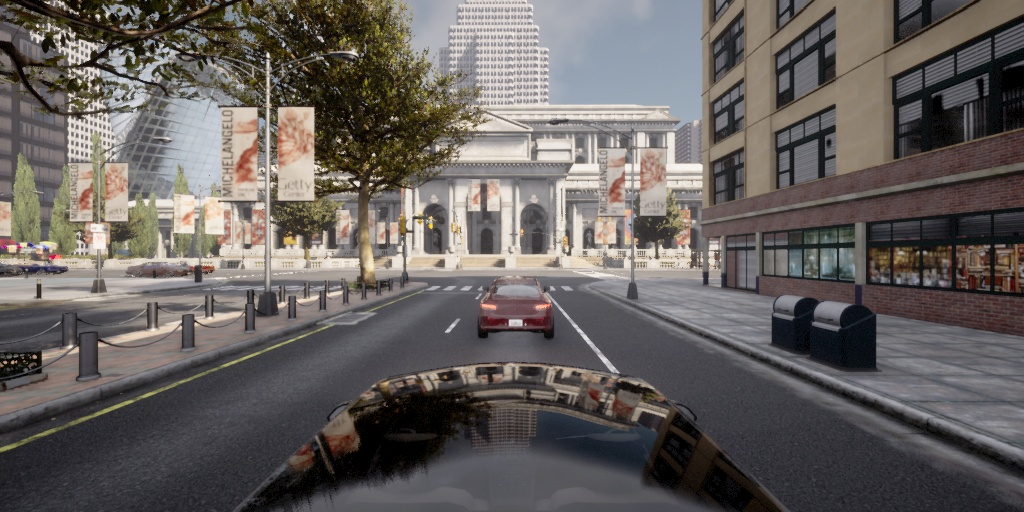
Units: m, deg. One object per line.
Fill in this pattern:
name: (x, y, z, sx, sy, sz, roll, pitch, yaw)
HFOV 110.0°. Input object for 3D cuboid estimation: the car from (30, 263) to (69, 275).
car: (-50.054, 1.351, 37.808, 4.718, 1.301, 1.895, 0, 0, -1)

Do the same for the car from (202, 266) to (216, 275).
car: (-34.105, 1.351, 37.723, 4.718, 1.301, 1.895, 0, 0, 1)

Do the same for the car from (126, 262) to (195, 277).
car: (-33.455, 1.297, 34.215, 5.357, 1.411, 2.033, 0, 0, 1)

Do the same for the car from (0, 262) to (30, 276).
car: (-50.041, 1.255, 34.263, 4.892, 1.490, 1.837, 0, 0, -1)

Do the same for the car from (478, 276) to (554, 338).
car: (0.118, 1.276, 10.021, 1.812, 1.442, 4.674, 0, 0, 1)
